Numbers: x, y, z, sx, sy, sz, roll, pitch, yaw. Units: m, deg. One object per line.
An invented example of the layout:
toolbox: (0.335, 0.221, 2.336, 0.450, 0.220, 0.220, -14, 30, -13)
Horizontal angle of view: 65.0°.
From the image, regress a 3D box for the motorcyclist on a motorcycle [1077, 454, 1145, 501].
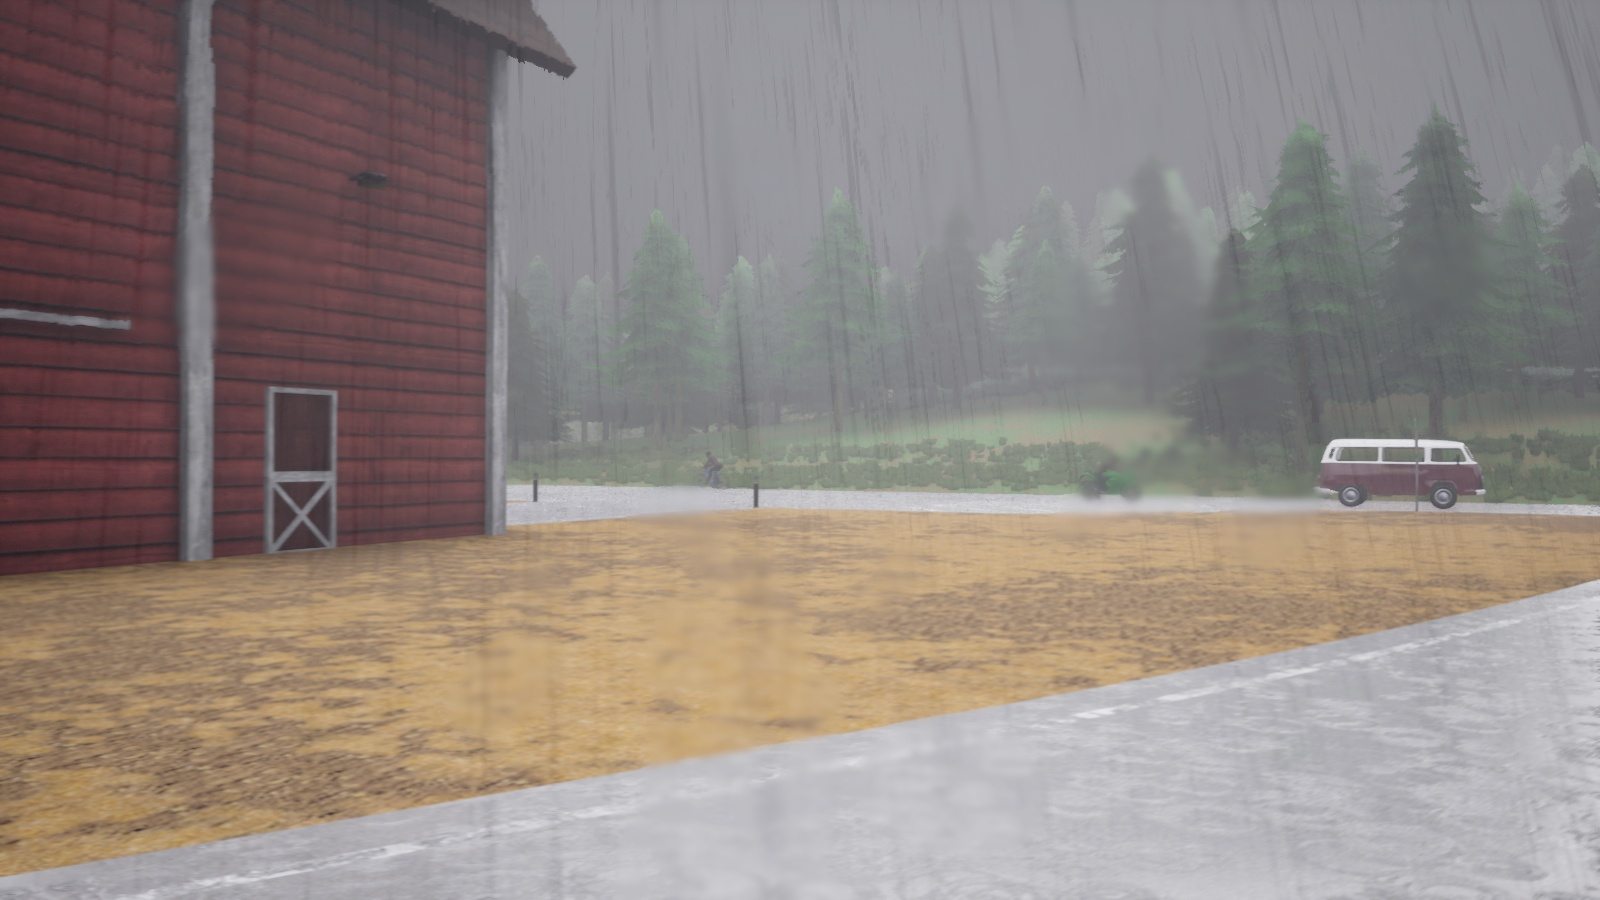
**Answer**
motorcyclist on a motorcycle: (10.236, 0.884, 41.391, 2.044, 1.523, 0.797, 0, 0, 28)

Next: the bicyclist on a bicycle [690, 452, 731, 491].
bicyclist on a bicycle: (-3.765, 0.901, 52.787, 1.656, 1.620, 0.582, 0, 0, 28)

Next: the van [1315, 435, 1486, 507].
van: (17.832, 0.610, 37.359, 4.480, 2.038, 2.069, 0, 0, 28)
